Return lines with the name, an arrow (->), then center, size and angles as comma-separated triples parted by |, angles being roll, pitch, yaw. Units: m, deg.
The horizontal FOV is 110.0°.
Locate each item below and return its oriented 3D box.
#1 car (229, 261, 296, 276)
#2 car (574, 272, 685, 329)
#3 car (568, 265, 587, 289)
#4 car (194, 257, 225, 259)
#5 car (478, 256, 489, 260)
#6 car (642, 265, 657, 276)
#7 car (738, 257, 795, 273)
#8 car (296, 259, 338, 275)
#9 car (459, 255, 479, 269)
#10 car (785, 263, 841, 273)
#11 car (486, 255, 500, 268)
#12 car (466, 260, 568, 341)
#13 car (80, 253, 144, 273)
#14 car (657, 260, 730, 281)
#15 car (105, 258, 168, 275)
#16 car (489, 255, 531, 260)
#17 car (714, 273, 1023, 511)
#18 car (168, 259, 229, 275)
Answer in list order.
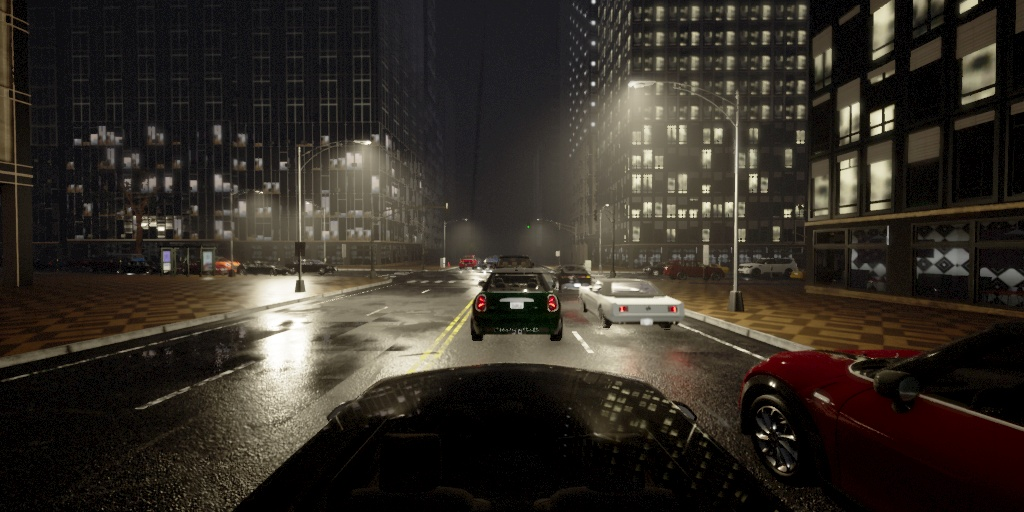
car -> -22.698, 1.173, 32.744 | 4.313, 1.339, 1.948 | 0, 0, 1
car -> 3.361, 1.347, 11.143 | 1.895, 1.301, 4.718 | 0, 0, 0
car -> 3.370, 1.246, 20.916 | 1.837, 1.490, 4.892 | 0, 0, 0
car -> -29.391, 0.855, 35.594 | 4.553, 1.767, 2.097 | 1, 1, 1
car -> -3.290, 1.206, 52.403 | 2.128, 1.511, 4.902 | 0, 0, 0
car -> 16.386, 1.366, 37.945 | 4.892, 1.490, 1.837 | 1, 1, 1
car -> 26.856, 1.174, 37.753 | 5.566, 2.045, 2.150 | 1, 1, 1
car -> -19.774, 1.081, 35.389 | 4.902, 1.511, 2.128 | 1, 1, 1
car -> -6.542, 0.935, 53.938 | 2.150, 2.045, 5.566 | 0, 0, 0
car -> 27.674, 1.578, 31.965 | 4.829, 1.417, 1.751 | 0, 0, 1
car -> -3.259, 0.925, 62.565 | 2.150, 2.045, 5.566 | 0, 0, 0
car -> 0.109, 1.099, 9.964 | 2.097, 1.767, 4.553 | 0, 0, 0
car -> -39.386, 0.764, 35.814 | 4.553, 1.767, 2.097 | 1, 1, 1
car -> 16.226, 1.268, 32.175 | 5.009, 1.841, 2.192 | 0, 0, 1
car -> -34.063, 1.069, 33.063 | 4.313, 1.339, 1.948 | 0, 0, 1
car -> 0.119, 0.964, 19.834 | 2.150, 2.045, 5.566 | 0, 0, 0
car -> 3.350, 1.102, 1.778 | 2.097, 1.767, 4.553 | 0, 0, 0
car -> -28.382, 1.138, 32.884 | 4.207, 1.307, 1.802 | 0, 0, 1
